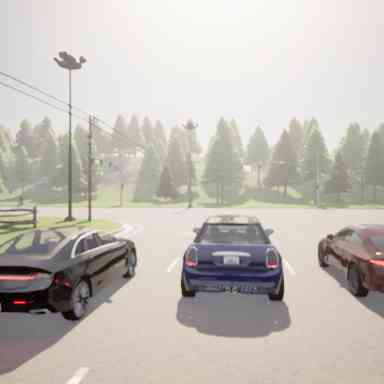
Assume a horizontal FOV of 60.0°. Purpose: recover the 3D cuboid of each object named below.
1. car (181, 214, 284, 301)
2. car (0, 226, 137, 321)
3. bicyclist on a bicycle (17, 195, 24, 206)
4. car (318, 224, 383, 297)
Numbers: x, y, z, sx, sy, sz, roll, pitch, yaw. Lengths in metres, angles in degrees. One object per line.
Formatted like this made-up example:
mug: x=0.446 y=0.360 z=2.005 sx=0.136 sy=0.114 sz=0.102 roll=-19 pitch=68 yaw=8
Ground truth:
car: x=1.046 y=1.354 z=8.606 sx=2.097 sy=1.767 sz=4.553 roll=0 pitch=0 yaw=8
car: x=-2.649 y=1.493 z=7.358 sx=2.128 sy=1.511 sz=4.902 roll=0 pitch=0 yaw=8
bicyclist on a bicycle: x=-26.538 y=1.312 z=51.483 sx=0.582 sy=1.620 sz=1.656 roll=0 pitch=0 yaw=8
car: x=4.541 y=1.528 z=8.336 sx=1.812 sy=1.442 sz=4.674 roll=0 pitch=0 yaw=8
